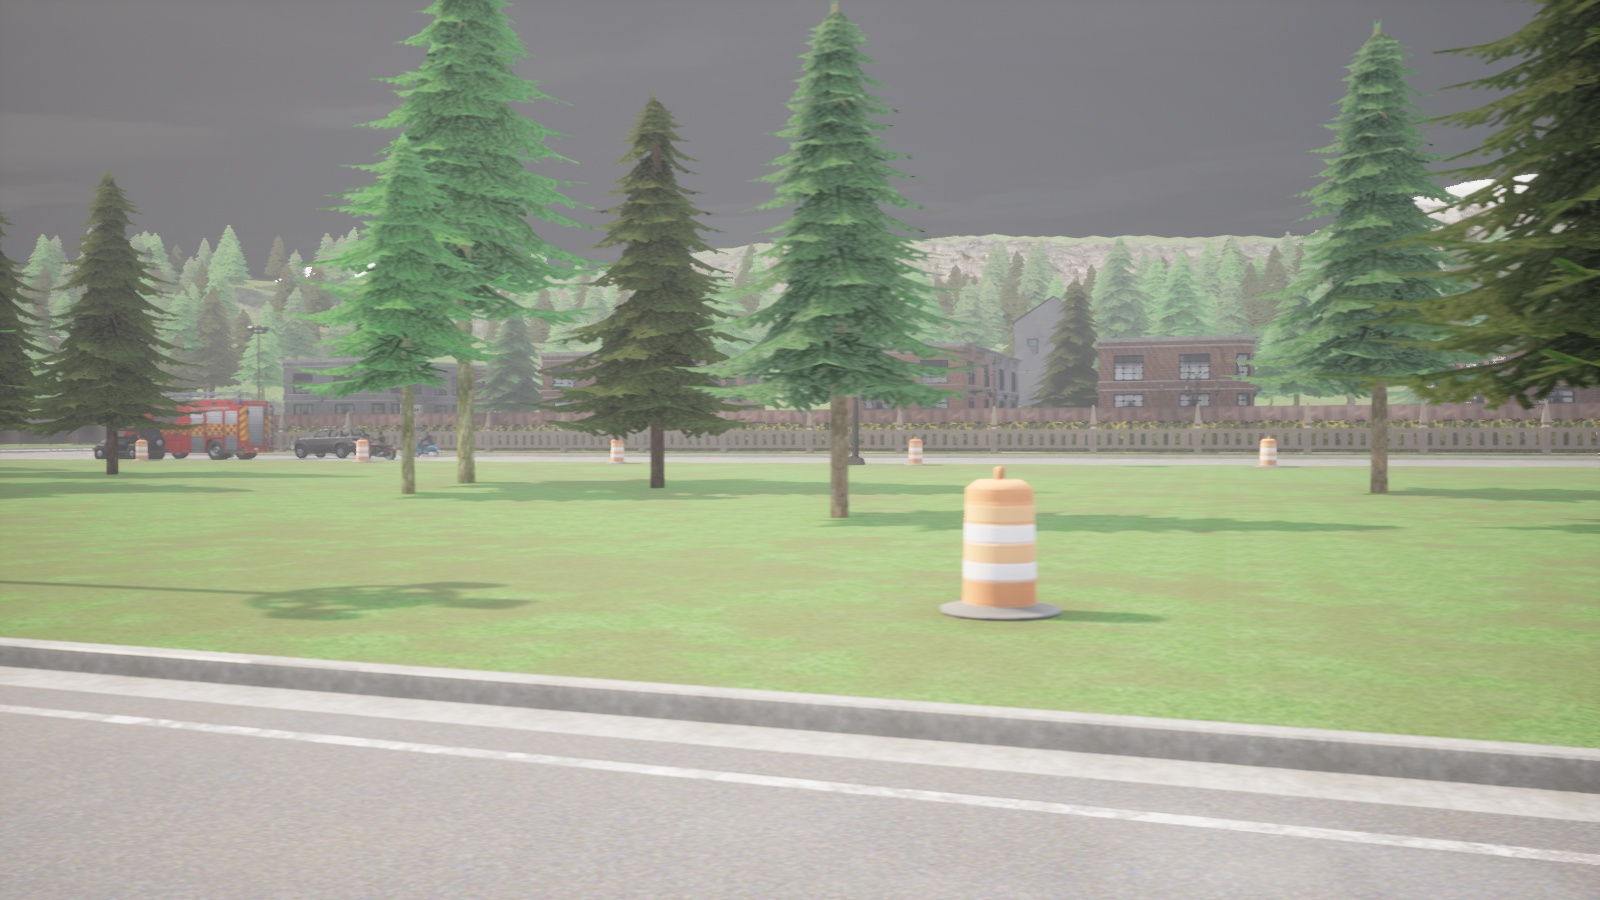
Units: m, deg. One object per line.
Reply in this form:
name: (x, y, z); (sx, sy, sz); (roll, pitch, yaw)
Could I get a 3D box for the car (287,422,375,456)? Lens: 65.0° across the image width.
car: (-27.493, -0.645, 73.568); (4.605, 1.855, 1.932); (-1, 0, 19)

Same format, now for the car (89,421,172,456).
car: (-36.968, -0.627, 69.349); (3.866, 1.878, 1.905); (1, 1, 19)

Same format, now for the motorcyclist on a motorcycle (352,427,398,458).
motorcyclist on a motorcycle: (-23.153, -0.406, 68.435); (2.350, 1.649, 0.766); (0, 1, 18)

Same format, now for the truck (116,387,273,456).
truck: (-34.869, -1.628, 72.325); (8.468, 3.827, 2.891); (1, 1, 18)

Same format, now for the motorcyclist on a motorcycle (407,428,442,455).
motorcyclist on a motorcycle: (-22.602, -0.516, 75.630); (1.817, 1.590, 0.866); (1, 1, 18)
